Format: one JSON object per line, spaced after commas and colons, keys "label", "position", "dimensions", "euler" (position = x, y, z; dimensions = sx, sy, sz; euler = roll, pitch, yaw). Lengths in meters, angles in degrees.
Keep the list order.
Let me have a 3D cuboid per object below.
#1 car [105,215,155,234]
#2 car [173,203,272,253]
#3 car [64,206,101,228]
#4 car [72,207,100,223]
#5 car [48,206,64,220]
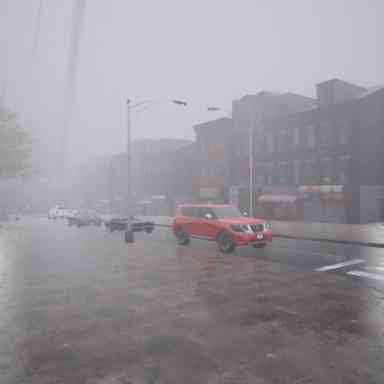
{"label": "car", "position": [-4.532, 2.290, 23.854], "dimensions": [1.895, 1.301, 4.718], "euler": [0, -2, -36]}
{"label": "car", "position": [1.182, 1.565, 15.849], "dimensions": [2.150, 2.045, 5.566], "euler": [0, -2, -35]}
{"label": "car", "position": [-10.464, 2.440, 32.182], "dimensions": [2.097, 1.767, 4.553], "euler": [0, -2, -35]}
{"label": "car", "position": [-13.076, 2.779, 40.912], "dimensions": [2.097, 1.767, 4.553], "euler": [-1, -2, -34]}
{"label": "car", "position": [-20.634, 3.198, 51.508], "dimensions": [2.150, 2.045, 5.566], "euler": [0, -2, -35]}
